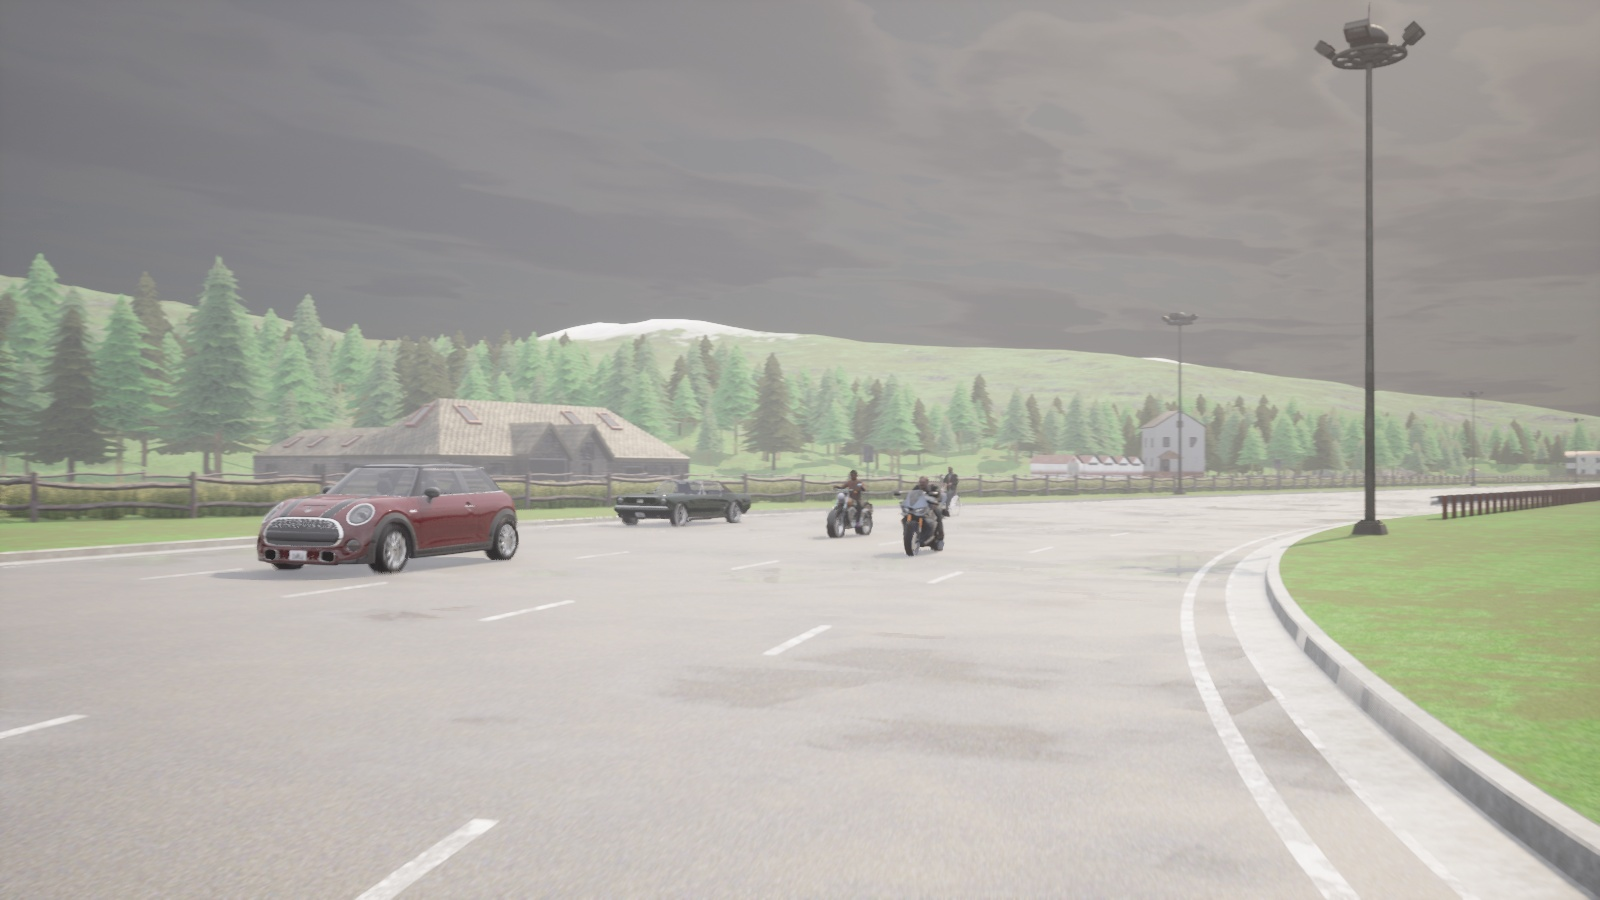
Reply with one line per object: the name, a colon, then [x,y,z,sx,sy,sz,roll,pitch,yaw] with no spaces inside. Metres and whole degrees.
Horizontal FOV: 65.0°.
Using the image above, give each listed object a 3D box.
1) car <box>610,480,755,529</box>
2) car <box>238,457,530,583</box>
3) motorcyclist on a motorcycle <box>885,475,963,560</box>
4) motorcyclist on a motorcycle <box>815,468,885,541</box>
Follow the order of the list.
car: [-3.301,1.534,36.404,1.895,1.301,4.718,-1,-1,28]
car: [-6.482,1.028,20.194,2.097,1.767,4.553,0,-1,19]
motorcyclist on a motorcycle: [2.400,1.245,23.958,0.866,1.530,2.191,0,-1,23]
motorcyclist on a motorcycle: [1.208,1.261,29.788,0.766,1.649,2.350,0,-1,26]
